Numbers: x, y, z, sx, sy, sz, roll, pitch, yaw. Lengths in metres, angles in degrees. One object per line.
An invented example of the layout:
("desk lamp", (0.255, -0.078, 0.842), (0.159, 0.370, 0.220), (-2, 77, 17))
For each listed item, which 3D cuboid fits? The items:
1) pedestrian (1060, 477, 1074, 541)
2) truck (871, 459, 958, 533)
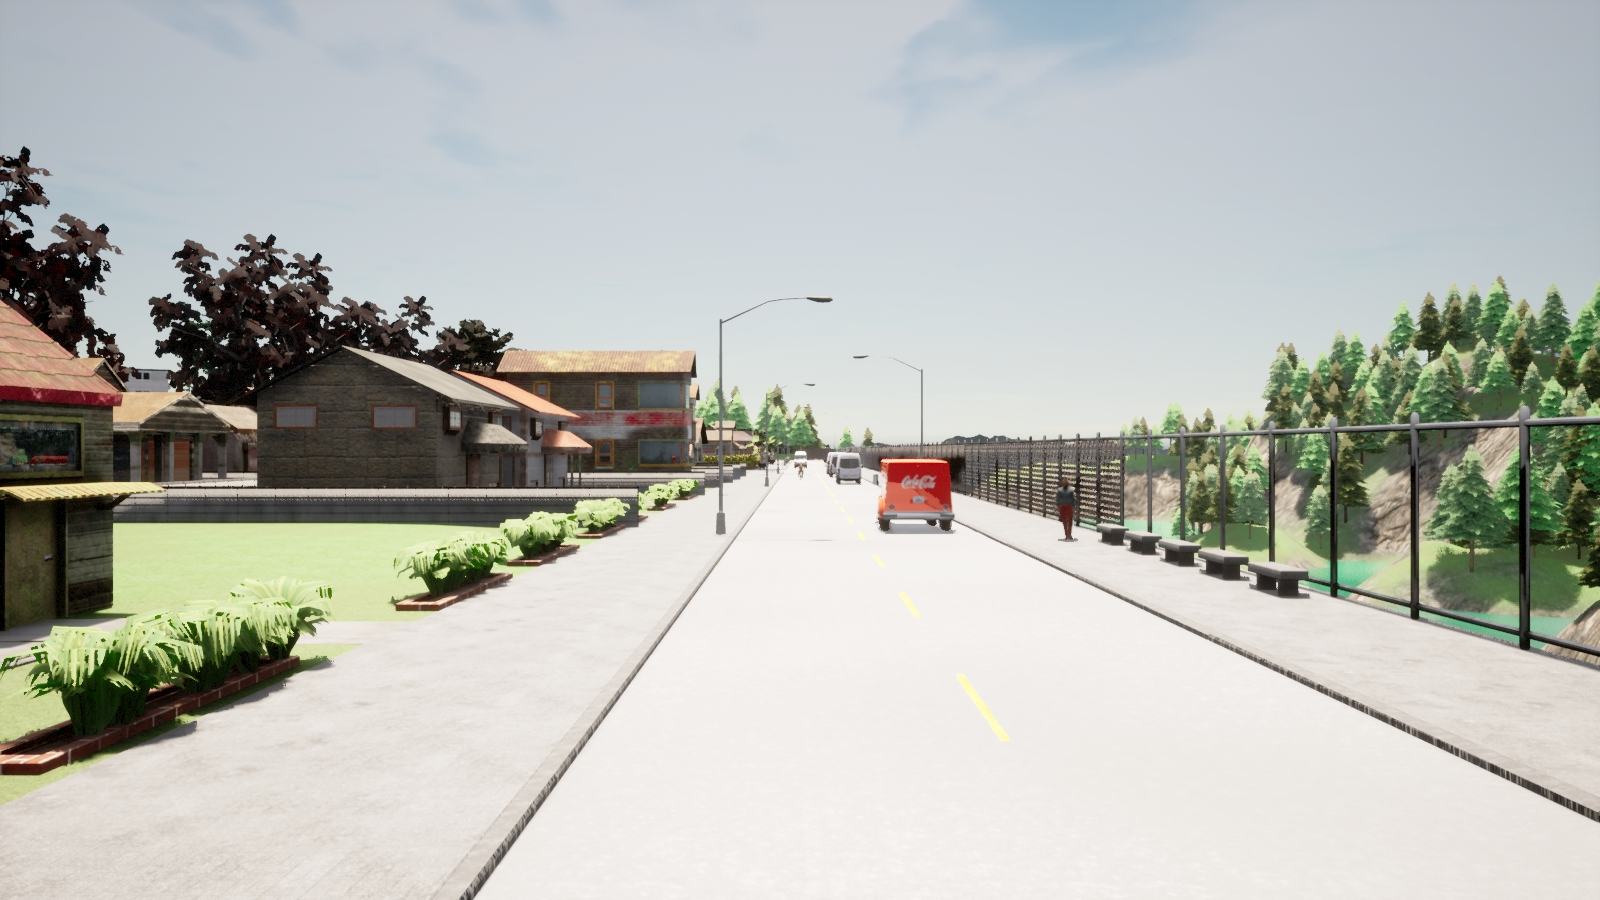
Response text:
("pedestrian", (7.890, 1.743, 33.769), (0.375, 1.860, 0.375), (0, 0, 17))
("truck", (4.032, 1.570, 41.317), (2.627, 2.467, 5.204), (0, 0, 0))
